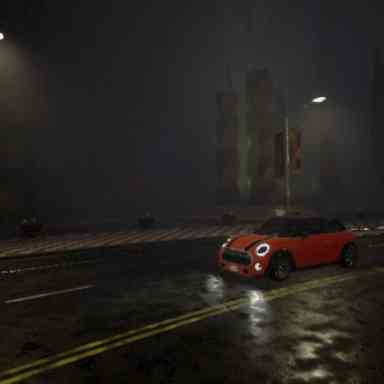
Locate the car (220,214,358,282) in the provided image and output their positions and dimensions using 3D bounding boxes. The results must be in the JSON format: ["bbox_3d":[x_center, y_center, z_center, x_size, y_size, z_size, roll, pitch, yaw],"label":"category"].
[{"bbox_3d":[3.077,1.546,10.476,4.553,1.767,2.097,0,-1,-31],"label":"car"}]
